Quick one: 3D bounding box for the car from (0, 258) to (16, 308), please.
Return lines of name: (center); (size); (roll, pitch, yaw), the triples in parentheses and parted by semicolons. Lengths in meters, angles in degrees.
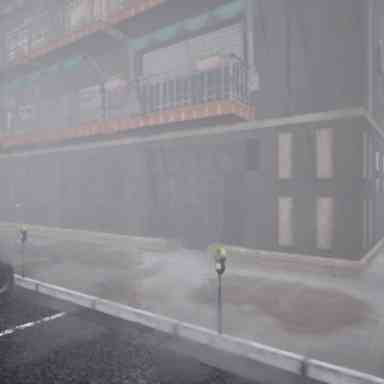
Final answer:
car: (-5.180, 1.567, 6.566); (4.313, 1.339, 1.947); (0, 0, 35)
